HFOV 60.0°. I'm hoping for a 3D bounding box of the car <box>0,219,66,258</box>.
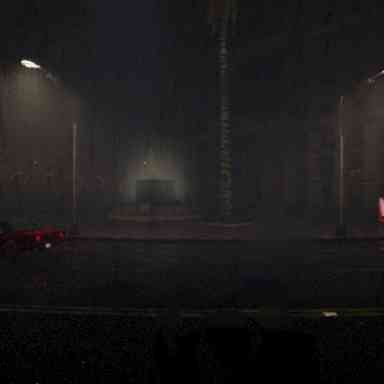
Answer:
[{"bbox_3d":[-7.476,1.686,12.951,4.718,1.301,1.895,0,-1,15],"label":"car"}]
